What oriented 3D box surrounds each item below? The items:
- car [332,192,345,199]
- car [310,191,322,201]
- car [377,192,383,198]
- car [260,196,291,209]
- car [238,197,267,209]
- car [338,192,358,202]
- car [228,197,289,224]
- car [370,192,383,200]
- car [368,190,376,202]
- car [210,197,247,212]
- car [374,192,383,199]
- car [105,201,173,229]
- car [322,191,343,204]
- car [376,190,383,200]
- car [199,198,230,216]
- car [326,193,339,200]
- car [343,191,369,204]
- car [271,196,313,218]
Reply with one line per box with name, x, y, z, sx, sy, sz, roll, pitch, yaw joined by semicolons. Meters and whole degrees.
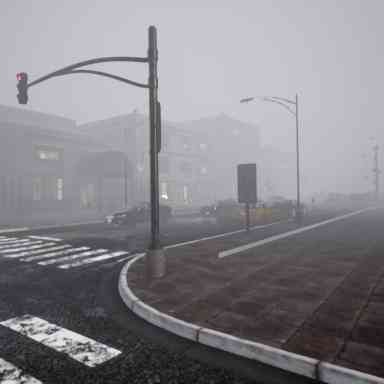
car;33.402;0.744;75.795;1.967;1.590;4.097;-1;0;36
car;23.633;0.769;62.375;2.192;1.841;5.009;-1;0;36
car;43.257;0.653;75.085;1.887;1.381;4.507;-1;0;36
car;9.841;1.185;38.995;1.812;1.442;4.674;-1;0;36
car;7.360;1.293;40.006;1.802;1.307;4.206;-1;0;36
car;26.662;0.869;56.716;2.128;1.511;4.902;-1;0;36
car;4.466;1.242;21.790;1.752;1.417;4.829;-1;0;36
car;36.921;0.771;66.390;1.947;1.339;4.313;-1;0;36
car;27.065;0.860;52.086;1.837;1.490;4.892;-1;0;36
car;4.004;1.290;35.394;1.752;1.417;4.829;-1;0;36
car;40.176;0.721;70.864;1.947;1.339;4.313;-1;0;36
car;-3.259;1.360;21.009;2.128;1.511;4.902;-1;0;37
car;21.427;0.812;49.518;2.097;1.767;4.553;-1;0;36
car;33.662;0.570;61.916;2.192;1.841;5.009;-1;0;36
car;2.577;1.376;29.044;1.895;1.301;4.718;-1;0;36
car;30.147;0.936;71.322;1.802;1.307;4.206;-1;0;36
car;22.941;0.898;46.429;1.882;1.535;5.008;-1;0;36
car;7.621;1.217;26.126;2.008;1.369;4.403;-1;0;36
